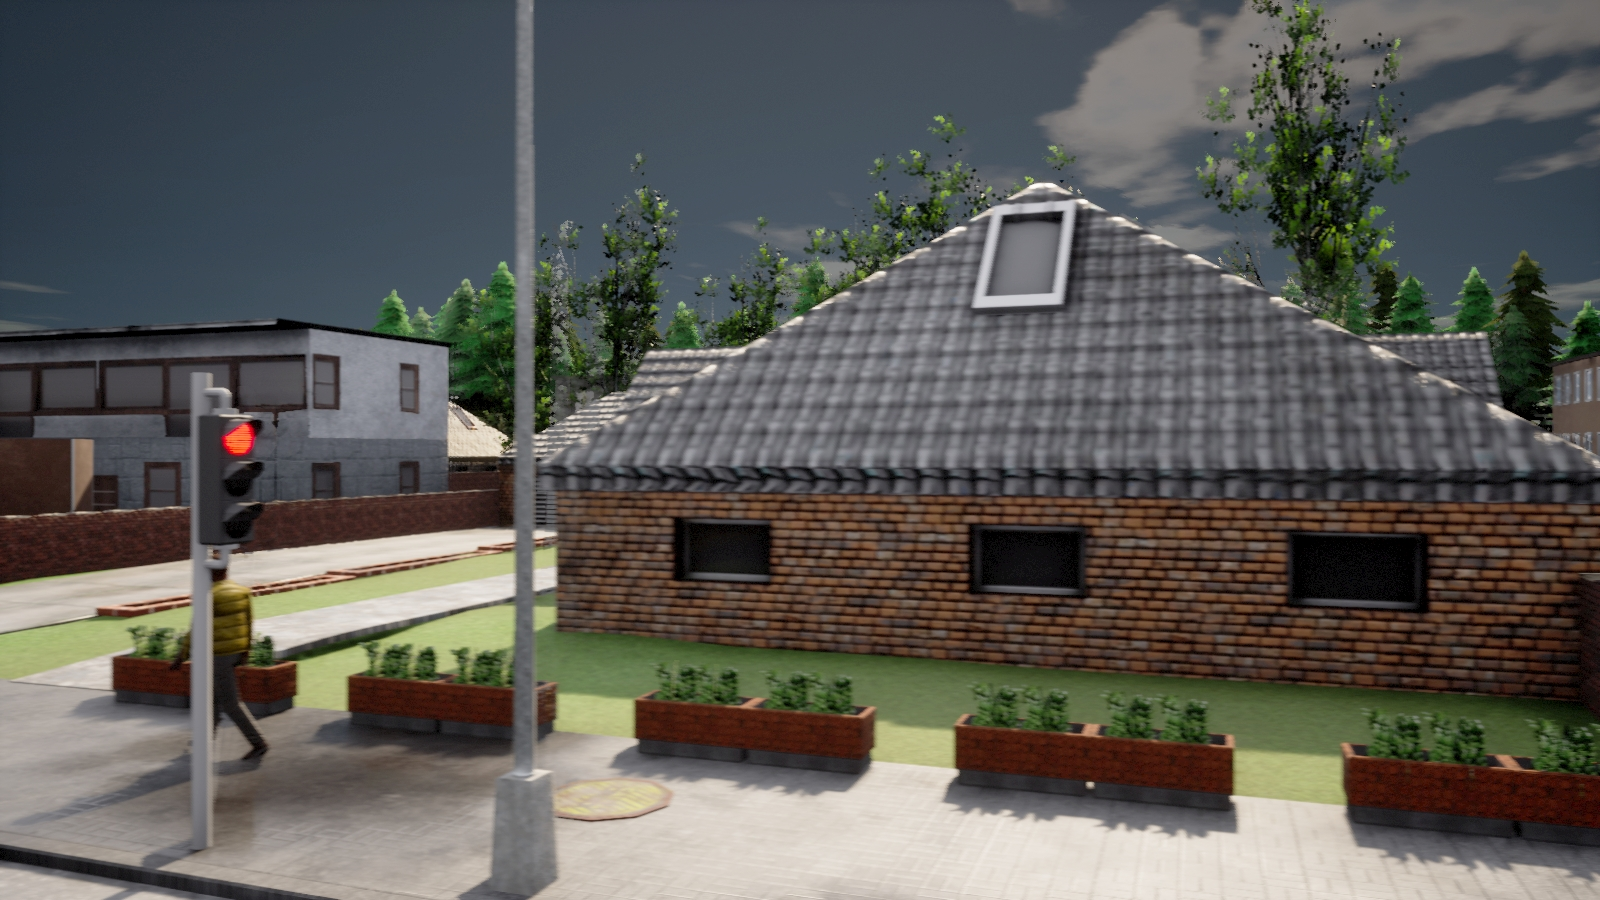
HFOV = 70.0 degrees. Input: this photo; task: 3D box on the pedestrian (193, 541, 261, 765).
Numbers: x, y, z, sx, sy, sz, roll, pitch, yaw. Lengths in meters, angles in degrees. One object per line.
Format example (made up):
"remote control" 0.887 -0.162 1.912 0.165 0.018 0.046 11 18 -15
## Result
"pedestrian" -4.989 1.744 9.949 0.375 1.860 0.375 0 0 20
